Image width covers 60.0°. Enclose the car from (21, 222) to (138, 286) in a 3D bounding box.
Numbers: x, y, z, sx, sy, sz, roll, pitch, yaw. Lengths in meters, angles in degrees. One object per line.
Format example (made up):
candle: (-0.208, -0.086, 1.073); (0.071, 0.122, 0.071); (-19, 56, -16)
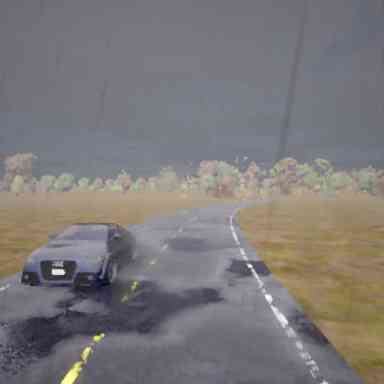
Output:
car: (-2.816, 1.542, 9.205); (1.994, 1.385, 4.181); (0, 0, 3)
